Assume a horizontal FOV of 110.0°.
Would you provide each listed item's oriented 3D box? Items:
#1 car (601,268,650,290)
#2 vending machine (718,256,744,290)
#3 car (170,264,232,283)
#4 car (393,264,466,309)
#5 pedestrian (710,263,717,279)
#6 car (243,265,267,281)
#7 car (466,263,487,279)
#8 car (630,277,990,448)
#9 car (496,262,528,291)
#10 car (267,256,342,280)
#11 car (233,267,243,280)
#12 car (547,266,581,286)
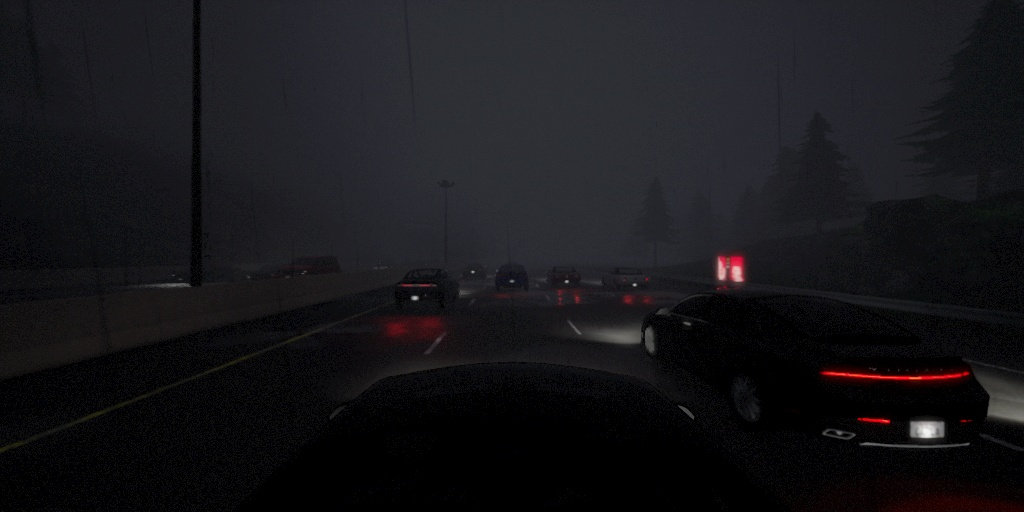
[{"bbox_3d":[7.099,1.387,22.945,1.895,1.301,4.718,0,0,0],"label":"car"},{"bbox_3d":[11.997,0.975,19.680,1.100,2.100,0.880,0,0,0],"label":"vending machine"},{"bbox_3d":[-24.603,1.345,29.266,2.033,1.411,5.357,0,0,0],"label":"car"},{"bbox_3d":[-3.402,1.264,14.997,2.128,1.511,4.902,0,0,0],"label":"car"},{"bbox_3d":[11.782,0.890,20.709,0.500,1.100,0.500,0,0,0],"label":"pedestrian"},{"bbox_3d":[-17.601,1.272,27.406,1.882,1.535,5.008,0,0,0],"label":"car"},{"bbox_3d":[-3.405,1.368,33.303,1.994,1.385,4.181,0,0,0],"label":"car"},{"bbox_3d":[3.598,1.261,5.529,1.837,1.490,4.892,0,0,0],"label":"car"},{"bbox_3d":[0.001,1.268,22.534,1.882,1.535,5.008,0,0,0],"label":"car"},{"bbox_3d":[-14.103,1.015,25.201,2.150,2.045,5.566,0,0,0],"label":"car"},{"bbox_3d":[-21.101,1.401,30.987,1.895,1.301,4.718,0,0,0],"label":"car"},{"bbox_3d":[3.596,1.391,25.739,1.895,1.301,4.718,0,0,0],"label":"car"}]
